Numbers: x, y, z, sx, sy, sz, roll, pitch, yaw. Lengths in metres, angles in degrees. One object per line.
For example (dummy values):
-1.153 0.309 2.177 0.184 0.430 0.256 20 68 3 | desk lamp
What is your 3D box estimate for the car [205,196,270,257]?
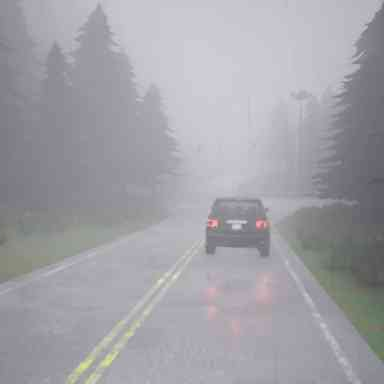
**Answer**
1.821 1.155 12.959 2.150 2.045 5.566 1 0 9 | car
